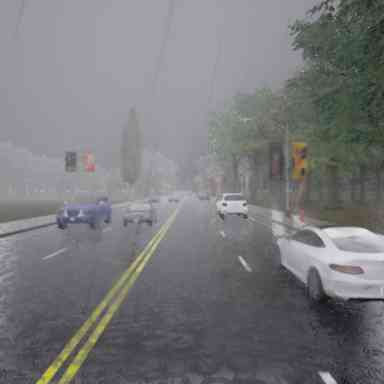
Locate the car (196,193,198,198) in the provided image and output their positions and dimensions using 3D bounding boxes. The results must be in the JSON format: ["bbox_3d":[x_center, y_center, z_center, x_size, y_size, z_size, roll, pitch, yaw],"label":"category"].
[{"bbox_3d":[2.875,0.963,86.782,2.150,2.045,5.566,0,0,-1],"label":"car"}]

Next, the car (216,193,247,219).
[{"bbox_3d":[3.312,1.120,28.333,2.150,2.045,5.566,0,0,0],"label":"car"}]

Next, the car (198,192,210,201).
[{"bbox_3d":[2.965,1.118,75.718,2.097,1.767,4.553,0,0,0],"label":"car"}]

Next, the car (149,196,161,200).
[{"bbox_3d":[-6.708,1.348,60.713,2.033,1.411,5.357,0,0,0],"label":"car"}]

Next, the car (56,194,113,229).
[{"bbox_3d":[-6.622,1.149,21.162,2.150,2.045,5.566,0,0,0],"label":"car"}]

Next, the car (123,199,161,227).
[{"bbox_3d":[-3.373,1.446,22.381,1.812,1.442,4.674,0,0,0],"label":"car"}]

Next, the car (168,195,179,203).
[{"bbox_3d":[-3.476,1.270,62.919,1.882,1.535,5.008,0,0,0],"label":"car"}]

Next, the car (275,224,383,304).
[{"bbox_3d":[3.346,1.497,7.959,1.812,1.442,4.674,0,0,0],"label":"car"}]
